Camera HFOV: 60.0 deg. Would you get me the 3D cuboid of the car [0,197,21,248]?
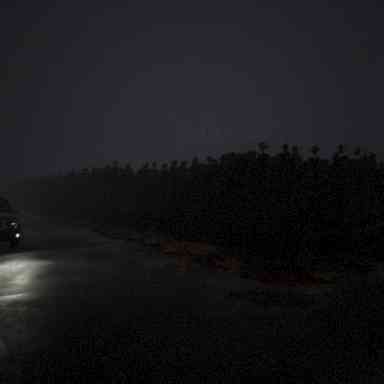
[{"bbox_3d":[-8.930,1.226,14.350,2.150,2.045,5.566,0,0,-36],"label":"car"}]
